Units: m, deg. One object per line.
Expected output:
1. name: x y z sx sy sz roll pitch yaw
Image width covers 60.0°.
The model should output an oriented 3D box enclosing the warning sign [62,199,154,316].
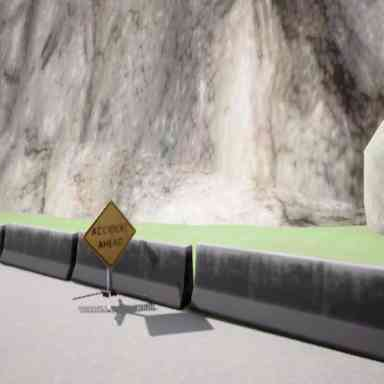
1. warning sign: -1.547 1.082 6.256 1.060 1.860 1.300 0 0 36
